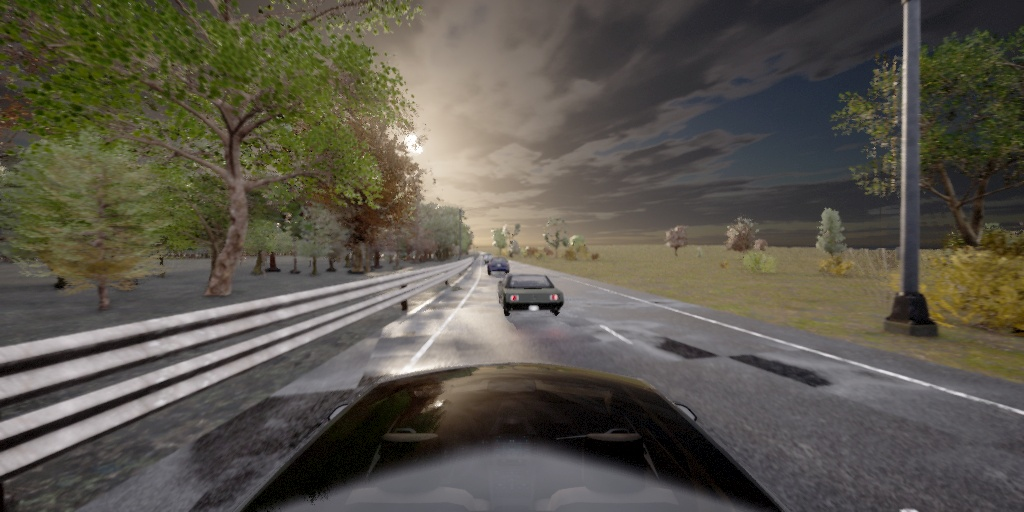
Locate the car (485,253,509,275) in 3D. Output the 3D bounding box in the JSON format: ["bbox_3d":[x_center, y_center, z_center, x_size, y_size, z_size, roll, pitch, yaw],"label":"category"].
[{"bbox_3d":[-1.417,0.862,35.887,2.097,1.767,4.553,0,0,-5],"label":"car"}]

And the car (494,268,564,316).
[{"bbox_3d":[0.483,1.275,13.067,1.895,1.301,4.718,0,0,-5],"label":"car"}]
